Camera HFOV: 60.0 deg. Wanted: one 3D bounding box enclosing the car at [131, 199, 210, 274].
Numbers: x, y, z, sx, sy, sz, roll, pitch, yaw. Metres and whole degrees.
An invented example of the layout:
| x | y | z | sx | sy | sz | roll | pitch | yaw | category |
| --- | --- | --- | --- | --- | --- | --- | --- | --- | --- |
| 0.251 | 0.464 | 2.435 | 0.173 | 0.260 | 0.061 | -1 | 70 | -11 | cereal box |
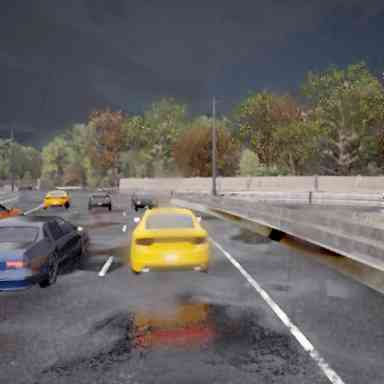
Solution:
| x | y | z | sx | sy | sz | roll | pitch | yaw | category |
| --- | --- | --- | --- | --- | --- | --- | --- | --- | --- |
| -0.687 | 1.193 | 9.701 | 1.882 | 1.535 | 5.008 | 0 | 2 | -6 | car |

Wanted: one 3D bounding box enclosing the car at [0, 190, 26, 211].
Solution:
| x | y | z | sx | sy | sz | roll | pitch | yaw | category |
| --- | --- | --- | --- | --- | --- | --- | --- | --- | --- |
| -8.108 | 1.003 | 12.601 | 2.097 | 1.767 | 4.553 | 0 | 2 | -8 | car |

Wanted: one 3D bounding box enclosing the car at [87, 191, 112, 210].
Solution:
| x | y | z | sx | sy | sz | roll | pitch | yaw | category |
| --- | --- | --- | --- | --- | --- | --- | --- | --- | --- |
| -7.952 | 0.676 | 28.663 | 2.128 | 1.511 | 4.902 | -1 | 2 | -16 | car |

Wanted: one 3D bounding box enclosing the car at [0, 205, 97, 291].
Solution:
| x | y | z | sx | sy | sz | roll | pitch | yaw | category |
| --- | --- | --- | --- | --- | --- | --- | --- | --- | --- |
| -4.052 | 1.308 | 8.468 | 2.033 | 1.411 | 5.357 | 0 | 2 | -6 | car |

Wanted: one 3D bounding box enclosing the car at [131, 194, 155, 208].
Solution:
| x | y | z | sx | sy | sz | roll | pitch | yaw | category |
| --- | --- | --- | --- | --- | --- | --- | --- | --- | --- |
| -4.034 | 0.803 | 27.707 | 1.895 | 1.301 | 4.718 | -1 | 2 | -14 | car |

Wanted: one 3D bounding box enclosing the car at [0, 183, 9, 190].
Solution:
| x | y | z | sx | sy | sz | roll | pitch | yaw | category |
| --- | --- | --- | --- | --- | --- | --- | --- | --- | --- |
| -48.246 | -1.177 | 81.914 | 5.566 | 2.045 | 2.150 | 1 | 2 | 36 | car |

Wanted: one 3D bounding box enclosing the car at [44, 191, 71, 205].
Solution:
| x | y | z | sx | sy | sz | roll | pitch | yaw | category |
| --- | --- | --- | --- | --- | --- | --- | --- | --- | --- |
| -11.884 | 0.645 | 29.557 | 1.882 | 1.535 | 5.008 | 0 | 2 | -17 | car |
